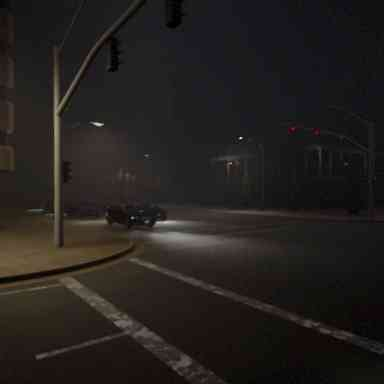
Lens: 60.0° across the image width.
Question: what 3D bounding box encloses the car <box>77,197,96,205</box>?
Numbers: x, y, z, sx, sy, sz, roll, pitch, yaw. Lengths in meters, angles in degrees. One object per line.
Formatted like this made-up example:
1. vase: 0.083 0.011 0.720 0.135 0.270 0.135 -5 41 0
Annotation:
1. car: -19.451 1.610 61.091 1.895 1.301 4.718 0 0 -36

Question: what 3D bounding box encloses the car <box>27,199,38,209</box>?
1. car: -21.301 1.605 45.677 1.994 1.385 4.181 0 0 -36

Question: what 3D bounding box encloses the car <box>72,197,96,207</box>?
1. car: -16.772 1.509 51.539 2.128 1.511 4.902 0 0 -36

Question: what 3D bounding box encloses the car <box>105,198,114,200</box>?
1. car: -8.828 1.624 34.401 1.895 1.301 4.718 0 0 -36

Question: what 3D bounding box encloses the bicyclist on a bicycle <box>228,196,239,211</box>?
1. bicyclist on a bicycle: 4.530 1.279 36.400 1.656 1.620 0.582 -1 0 -36

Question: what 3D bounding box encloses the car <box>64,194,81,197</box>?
1. car: -15.872 1.250 44.115 2.150 2.045 5.566 0 0 -37

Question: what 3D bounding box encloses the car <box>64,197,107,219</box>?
1. car: -9.675 1.512 29.612 1.882 1.535 5.008 0 0 -36

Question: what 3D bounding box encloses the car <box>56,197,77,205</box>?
1. car: -22.392 1.569 59.183 2.033 1.411 5.357 0 0 -36

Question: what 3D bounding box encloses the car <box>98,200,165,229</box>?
1. car: -4.107 1.522 21.924 2.128 1.511 4.902 0 0 -35

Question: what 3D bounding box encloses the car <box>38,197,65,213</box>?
1. car: -15.501 1.585 37.633 2.033 1.411 5.357 0 0 -36

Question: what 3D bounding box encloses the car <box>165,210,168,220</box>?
1. car: -3.679 1.583 27.314 1.994 1.385 4.181 0 0 -36
